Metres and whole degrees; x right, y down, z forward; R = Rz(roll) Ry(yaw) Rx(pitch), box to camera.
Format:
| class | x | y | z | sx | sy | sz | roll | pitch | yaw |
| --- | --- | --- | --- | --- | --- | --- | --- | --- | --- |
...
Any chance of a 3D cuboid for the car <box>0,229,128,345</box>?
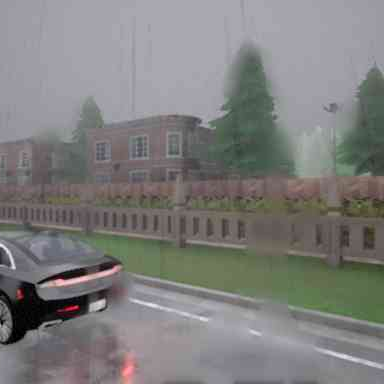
| class | x | y | z | sx | sy | sz | roll | pitch | yaw |
| --- | --- | --- | --- | --- | --- | --- | --- | --- | --- |
| car | -3.387 | 1.483 | 6.392 | 4.902 | 1.511 | 2.128 | 0 | 0 | 36 |
